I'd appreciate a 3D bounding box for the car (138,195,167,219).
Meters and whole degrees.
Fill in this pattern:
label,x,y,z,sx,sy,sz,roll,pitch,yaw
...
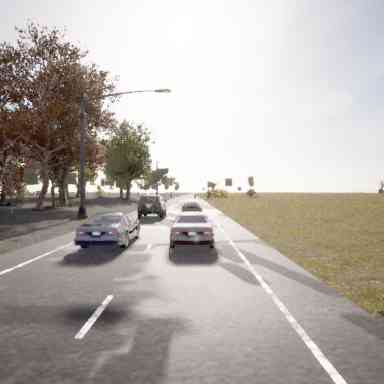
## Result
label,x,y,z,sx,sy,sz,roll,pitch,yaw
car,-3.500,1.263,29.682,2.150,2.045,5.566,0,0,0

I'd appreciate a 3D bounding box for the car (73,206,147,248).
label,x,y,z,sx,sy,sz,roll,pitch,yaw
car,-3.500,1.565,14.651,2.033,1.411,5.357,0,0,0

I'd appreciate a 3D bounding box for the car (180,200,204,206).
label,x,y,z,sx,sy,sz,roll,pitch,yaw
car,0.000,1.522,29.651,1.837,1.490,4.892,0,0,0

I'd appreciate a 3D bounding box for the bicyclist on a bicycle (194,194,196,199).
label,x,y,z,sx,sy,sz,roll,pitch,yaw
bicyclist on a bicycle,0.964,1.476,95.487,0.582,1.620,1.656,0,0,0

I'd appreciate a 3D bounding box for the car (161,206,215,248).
label,x,y,z,sx,sy,sz,roll,pitch,yaw
car,0.000,1.565,14.651,2.033,1.411,5.357,0,0,0
